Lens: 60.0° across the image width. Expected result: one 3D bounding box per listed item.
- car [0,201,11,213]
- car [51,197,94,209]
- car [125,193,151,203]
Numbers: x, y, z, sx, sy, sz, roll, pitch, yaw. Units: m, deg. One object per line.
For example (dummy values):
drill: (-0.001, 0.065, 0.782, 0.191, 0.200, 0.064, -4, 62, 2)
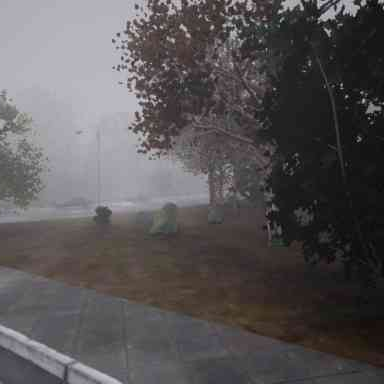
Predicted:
car: (-22.151, 1.532, 35.556, 1.837, 1.490, 4.892, 0, 1, 39)
car: (-15.617, 1.339, 43.665, 2.033, 1.411, 5.357, 0, 2, 39)
car: (-8.518, 0.898, 52.442, 1.994, 1.385, 4.181, 0, 3, 40)
